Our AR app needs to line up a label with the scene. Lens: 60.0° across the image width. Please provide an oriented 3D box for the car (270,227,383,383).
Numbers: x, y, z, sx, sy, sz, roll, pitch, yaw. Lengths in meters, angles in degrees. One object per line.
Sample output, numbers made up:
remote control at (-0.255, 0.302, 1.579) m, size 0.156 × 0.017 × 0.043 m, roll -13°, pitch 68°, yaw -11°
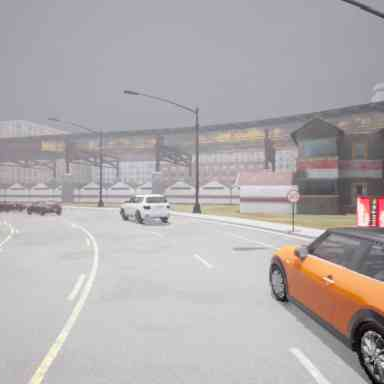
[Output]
car at (2.926, 1.353, 5.493) m, size 2.097 × 1.767 × 4.553 m, roll 0°, pitch 0°, yaw -6°

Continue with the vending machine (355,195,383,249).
vending machine at (7.509, 1.195, 13.697) m, size 1.100 × 2.100 × 0.880 m, roll 0°, pitch 0°, yaw -15°

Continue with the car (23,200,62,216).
car at (-14.501, 1.526, 32.705) m, size 4.674 × 1.442 × 1.812 m, roll 0°, pitch 0°, yaw 42°

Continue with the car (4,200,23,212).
car at (-21.470, 1.601, 38.451) m, size 4.718 × 1.301 × 1.895 m, roll 0°, pitch 0°, yaw 26°

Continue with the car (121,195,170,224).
car at (-3.605, 1.221, 25.071) m, size 2.150 × 2.045 × 5.566 m, roll 0°, pitch 0°, yaw -30°

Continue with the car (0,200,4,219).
car at (-12.305, 1.009, 19.363) m, size 2.097 × 1.767 × 4.553 m, roll 0°, pitch 0°, yaw -30°
